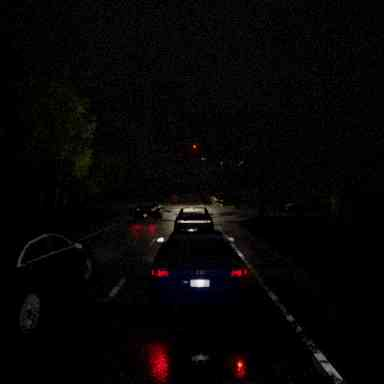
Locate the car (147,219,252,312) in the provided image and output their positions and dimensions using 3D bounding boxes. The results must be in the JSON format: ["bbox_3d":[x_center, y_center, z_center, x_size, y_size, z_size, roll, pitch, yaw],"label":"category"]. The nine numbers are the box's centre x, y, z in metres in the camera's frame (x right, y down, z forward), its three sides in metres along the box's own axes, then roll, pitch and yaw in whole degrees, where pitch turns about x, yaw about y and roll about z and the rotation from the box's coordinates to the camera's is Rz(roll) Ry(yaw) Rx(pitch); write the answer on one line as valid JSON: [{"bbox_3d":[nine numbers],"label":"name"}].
[{"bbox_3d":[0.103,1.565,7.818,1.994,1.385,4.181,0,0,-1],"label":"car"}]

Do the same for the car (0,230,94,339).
[{"bbox_3d":[-3.403,1.492,6.547,2.128,1.511,4.902,0,0,0],"label":"car"}]

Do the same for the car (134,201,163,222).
[{"bbox_3d":[-3.418,1.495,26.678,2.128,1.511,4.902,0,0,0],"label":"car"}]

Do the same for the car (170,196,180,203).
[{"bbox_3d":[-3.446,1.521,68.693,1.812,1.442,4.674,0,0,0],"label":"car"}]

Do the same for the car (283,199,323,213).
[{"bbox_3d":[13.272,1.554,39.528,4.553,1.767,2.097,1,-1,3],"label":"car"}]

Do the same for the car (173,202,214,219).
[{"bbox_3d":[0.093,1.494,16.721,2.128,1.511,4.902,0,0,0],"label":"car"}]
